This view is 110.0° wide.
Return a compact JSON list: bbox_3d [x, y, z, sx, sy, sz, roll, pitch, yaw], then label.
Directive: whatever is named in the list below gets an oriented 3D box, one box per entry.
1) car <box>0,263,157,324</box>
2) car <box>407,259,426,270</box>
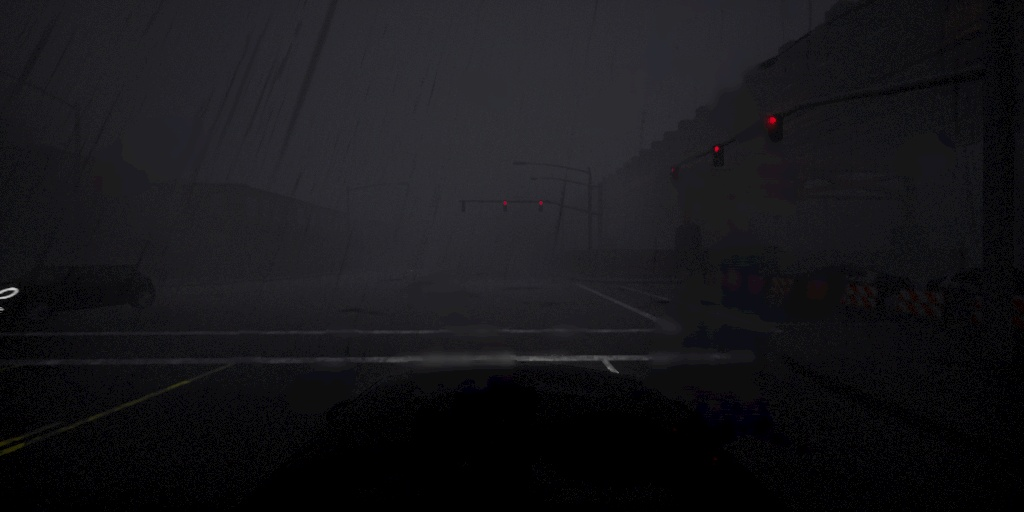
[{"bbox_3d":[-14.767,1.045,11.830,2.097,1.767,4.553,0,0,1],"label":"car"},{"bbox_3d":[-14.010,1.270,52.946,1.837,1.490,4.892,0,1,0],"label":"car"}]
